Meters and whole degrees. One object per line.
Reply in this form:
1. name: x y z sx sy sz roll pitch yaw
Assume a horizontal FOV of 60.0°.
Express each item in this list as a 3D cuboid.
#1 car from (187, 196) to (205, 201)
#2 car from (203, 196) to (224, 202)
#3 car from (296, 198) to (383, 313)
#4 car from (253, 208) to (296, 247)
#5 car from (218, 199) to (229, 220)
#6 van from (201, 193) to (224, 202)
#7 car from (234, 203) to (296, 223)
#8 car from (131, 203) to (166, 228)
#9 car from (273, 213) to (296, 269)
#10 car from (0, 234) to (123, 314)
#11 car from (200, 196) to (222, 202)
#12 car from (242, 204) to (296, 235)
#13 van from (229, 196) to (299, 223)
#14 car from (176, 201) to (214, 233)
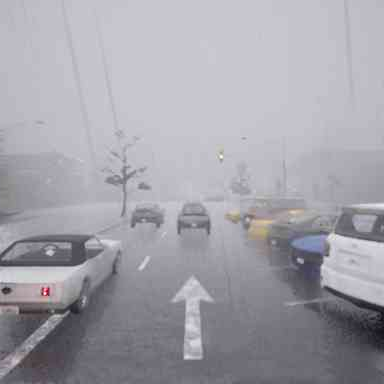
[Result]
1. car: 0.110 1.549 35.899 1.837 1.490 4.892 0 1 0
2. car: 5.087 1.686 79.392 4.674 1.452 2.002 1 -2 -20
3. car: 5.101 1.235 6.252 5.566 2.045 2.435 1 0 -20
4. car: 5.067 1.493 12.202 4.892 1.521 2.231 1 0 -20
5. car: 4.904 1.510 24.065 5.366 1.575 1.946 1 0 -20
6. van: 4.985 1.341 76.375 4.442 1.987 1.878 1 -1 -20
7. car: 5.101 1.532 18.179 4.792 1.488 2.163 1 0 -20
8. car: -2.894 1.521 22.372 1.837 1.490 4.892 0 -1 0
9. car: 5.079 1.488 9.217 5.008 1.535 2.097 1 0 -20
10. car: -2.897 1.596 7.513 1.895 1.301 4.718 0 0 0
11. car: 4.920 1.792 85.278 5.366 1.575 1.946 1 -1 -20
12. car: 5.248 1.495 15.250 5.366 1.575 1.946 1 0 -20
13. van: 4.970 1.281 21.107 4.442 1.987 1.878 1 0 -20
14. car: 0.105 1.506 19.576 2.128 1.511 4.902 0 0 0
